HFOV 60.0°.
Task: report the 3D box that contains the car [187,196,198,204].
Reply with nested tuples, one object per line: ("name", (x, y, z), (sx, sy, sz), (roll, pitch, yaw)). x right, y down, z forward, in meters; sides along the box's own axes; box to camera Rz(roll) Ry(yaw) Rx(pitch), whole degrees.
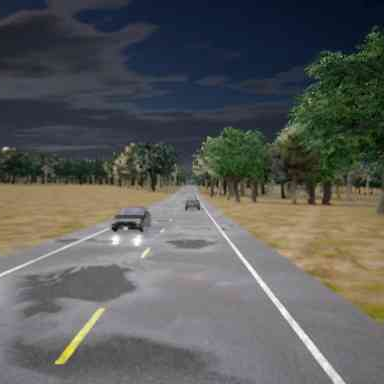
("car", (0.081, 1.424, 62.853), (2.033, 1.411, 5.357), (0, 1, 0))

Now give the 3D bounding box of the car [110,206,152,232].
("car", (-3.606, 1.610, 20.756), (2.033, 1.411, 5.357), (0, 0, 0))

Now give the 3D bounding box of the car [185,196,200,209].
("car", (0.086, 1.486, 44.076), (2.128, 1.511, 4.902), (0, 0, 0))
